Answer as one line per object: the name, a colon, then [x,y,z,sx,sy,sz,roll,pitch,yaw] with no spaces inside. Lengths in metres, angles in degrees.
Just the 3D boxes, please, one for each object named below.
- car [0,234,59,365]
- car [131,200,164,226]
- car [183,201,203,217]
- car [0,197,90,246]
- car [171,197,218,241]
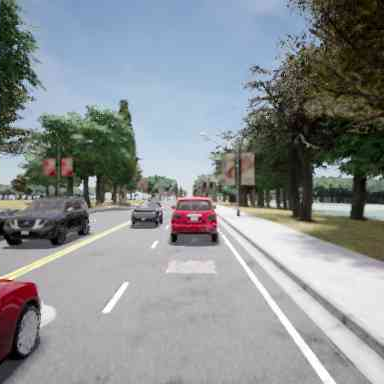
car: [-3.151,1.482,2.918,1.882,1.535,5.008,0,0,0]
car: [-3.148,1.594,24.036,2.128,1.511,4.902,0,0,0]
car: [0.104,1.760,35.677,2.033,1.411,5.357,0,-1,0]
car: [-6.598,1.272,15.886,2.150,2.045,5.566,0,0,0]
car: [0.102,1.278,17.093,2.150,2.045,5.566,0,0,0]
